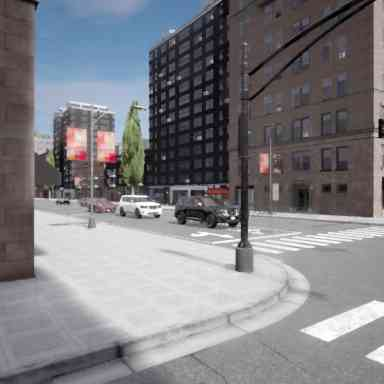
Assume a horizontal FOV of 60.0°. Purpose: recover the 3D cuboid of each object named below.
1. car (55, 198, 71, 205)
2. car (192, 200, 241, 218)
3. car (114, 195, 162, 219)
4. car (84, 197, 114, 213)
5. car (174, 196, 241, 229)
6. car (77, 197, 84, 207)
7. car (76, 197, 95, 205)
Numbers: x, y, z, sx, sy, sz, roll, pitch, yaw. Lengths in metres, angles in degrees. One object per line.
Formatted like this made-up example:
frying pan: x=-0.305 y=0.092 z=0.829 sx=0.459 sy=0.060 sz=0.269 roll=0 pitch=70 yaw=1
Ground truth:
car: x=-25.310 y=1.857 z=65.113 sx=1.895 sy=1.301 sz=4.718 roll=0 pitch=0 yaw=-36
car: x=2.260 y=1.597 z=32.494 sx=2.128 sy=1.511 sz=4.902 roll=0 pitch=0 yaw=-36
car: x=-4.942 y=1.324 z=31.027 sx=2.150 sy=2.045 sz=5.566 roll=0 pitch=0 yaw=-36
car: x=-10.602 y=1.492 z=38.878 sx=2.097 sy=1.767 sz=4.553 roll=0 pitch=0 yaw=-36
car: x=0.928 y=1.285 z=22.893 sx=2.150 sy=2.045 sz=5.566 roll=0 pitch=0 yaw=-36
car: x=-16.175 y=1.725 z=52.464 sx=1.812 sy=1.442 sz=4.674 roll=0 pitch=0 yaw=-36
car: x=-20.672 y=1.740 z=64.242 sx=2.128 sy=1.511 sz=4.902 roll=0 pitch=0 yaw=-36
